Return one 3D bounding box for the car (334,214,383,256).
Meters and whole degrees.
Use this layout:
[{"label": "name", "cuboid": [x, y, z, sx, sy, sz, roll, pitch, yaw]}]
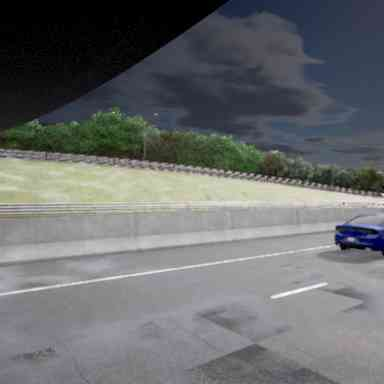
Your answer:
[{"label": "car", "cuboid": [7.964, 1.640, 13.818, 5.008, 1.535, 1.882, 0, 0, -35]}]
